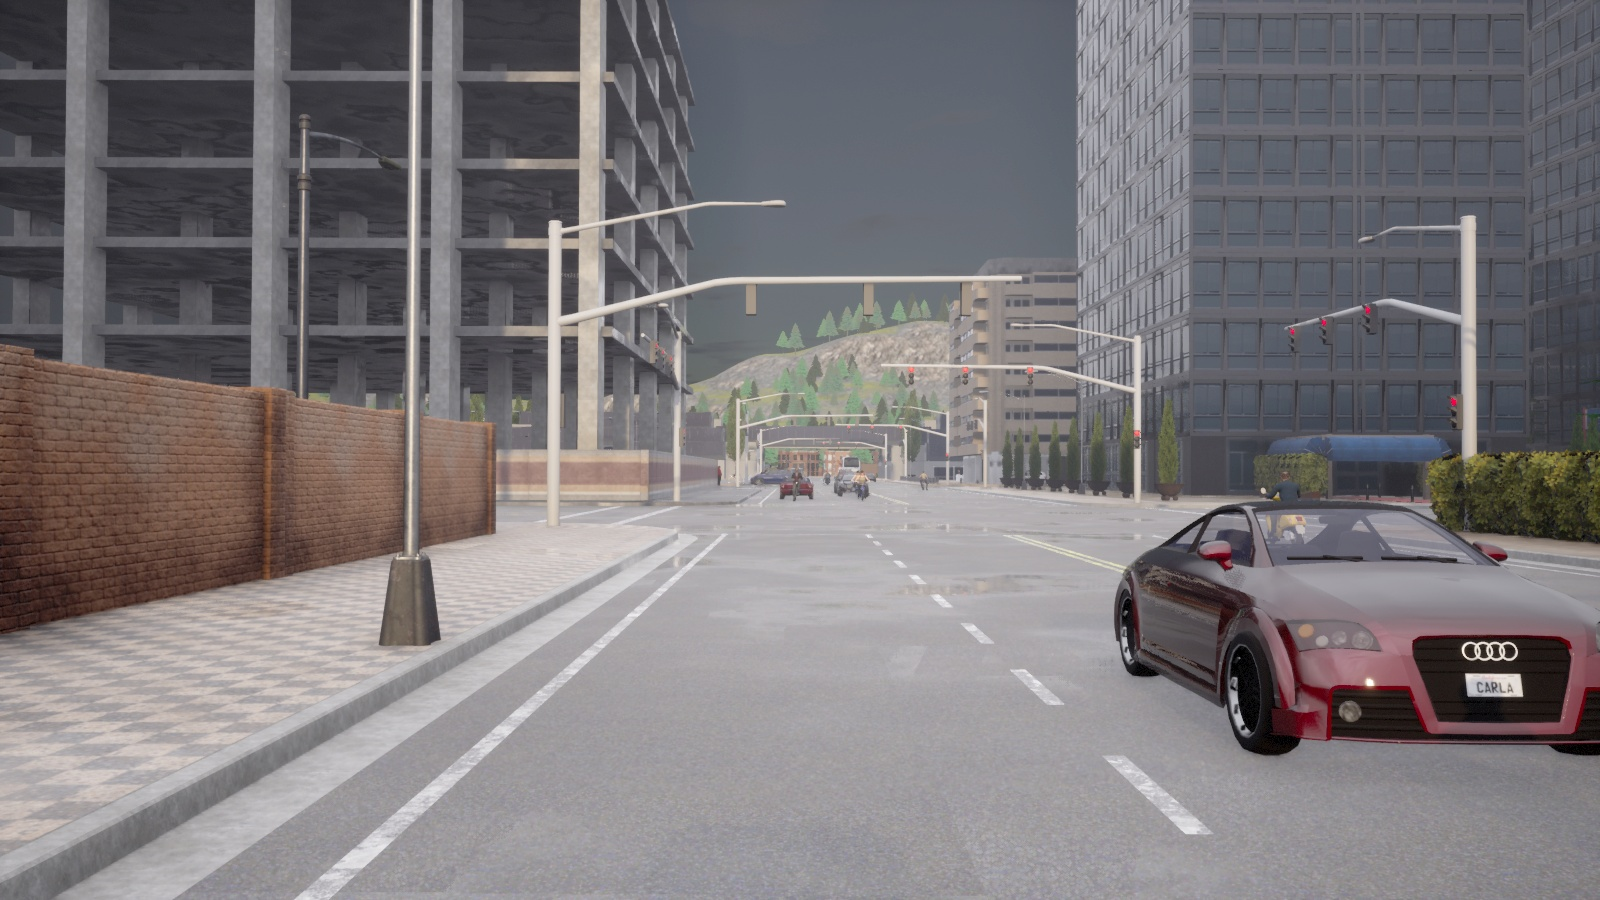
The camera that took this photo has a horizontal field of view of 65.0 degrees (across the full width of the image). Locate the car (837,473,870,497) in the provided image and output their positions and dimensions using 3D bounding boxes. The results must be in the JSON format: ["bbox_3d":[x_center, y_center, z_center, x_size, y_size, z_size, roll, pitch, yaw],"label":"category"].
[{"bbox_3d":[3.315,2.143,78.577,1.812,1.442,4.674,0,-1,0],"label":"car"}]

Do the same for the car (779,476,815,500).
[{"bbox_3d":[-0.164,2.089,70.038,1.895,1.301,4.718,0,-1,0],"label":"car"}]

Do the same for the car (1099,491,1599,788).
[{"bbox_3d":[3.480,1.004,8.286,1.994,1.385,4.181,0,-1,0],"label":"car"}]
